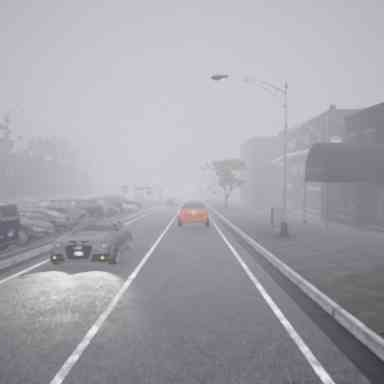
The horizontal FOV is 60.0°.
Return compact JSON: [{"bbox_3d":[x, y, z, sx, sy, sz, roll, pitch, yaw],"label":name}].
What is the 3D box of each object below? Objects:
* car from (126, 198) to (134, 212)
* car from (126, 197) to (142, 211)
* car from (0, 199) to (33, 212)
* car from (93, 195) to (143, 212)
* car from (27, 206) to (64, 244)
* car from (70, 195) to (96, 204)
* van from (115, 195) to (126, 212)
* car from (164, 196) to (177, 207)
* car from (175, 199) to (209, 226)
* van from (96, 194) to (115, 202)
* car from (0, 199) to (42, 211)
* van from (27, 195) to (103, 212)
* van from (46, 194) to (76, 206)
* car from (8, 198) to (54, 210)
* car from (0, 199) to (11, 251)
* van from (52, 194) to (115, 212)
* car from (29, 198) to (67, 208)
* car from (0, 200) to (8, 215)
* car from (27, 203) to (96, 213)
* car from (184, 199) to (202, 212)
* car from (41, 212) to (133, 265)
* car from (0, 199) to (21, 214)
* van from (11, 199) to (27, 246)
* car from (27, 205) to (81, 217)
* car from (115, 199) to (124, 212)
[{"bbox_3d":[-8.954,1.661,35.083,4.674,1.452,2.002,0,0,0],"label":"car"},{"bbox_3d":[-8.767,1.617,37.886,5.366,1.575,1.946,0,0,0],"label":"car"},{"bbox_3d":[-22.040,1.620,39.812,4.892,1.521,2.231,0,0,0],"label":"car"},{"bbox_3d":[-8.926,1.367,40.690,5.566,2.045,2.435,0,0,0],"label":"car"},{"bbox_3d":[-8.945,1.592,15.454,4.892,1.521,2.231,0,0,0],"label":"car"},{"bbox_3d":[-22.082,1.484,67.568,4.553,1.767,2.185,0,0,0],"label":"car"},{"bbox_3d":[-9.066,1.396,32.280,4.442,1.987,1.878,0,0,0],"label":"van"},{"bbox_3d":[-3.279,1.481,53.720,2.097,1.767,4.553,0,0,0],"label":"car"},{"bbox_3d":[0.119,1.459,24.167,2.097,1.767,4.553,0,0,0],"label":"car"},{"bbox_3d":[-21.943,1.388,84.219,4.442,1.987,1.878,0,0,0],"label":"van"},{"bbox_3d":[-22.064,1.647,42.587,4.792,1.488,2.163,0,0,0],"label":"car"},{"bbox_3d":[-9.061,1.394,23.868,4.442,1.987,1.878,0,0,0],"label":"van"},{"bbox_3d":[-22.160,1.386,56.465,4.442,1.987,1.878,0,0,0],"label":"van"},{"bbox_3d":[-21.851,1.614,45.363,5.366,1.575,1.946,0,0,0],"label":"car"},{"bbox_3d":[-8.908,1.305,9.847,5.566,2.045,2.435,0,0,0],"label":"car"},{"bbox_3d":[-8.829,1.397,26.670,4.442,1.987,1.878,0,0,0],"label":"van"},{"bbox_3d":[-22.011,1.644,50.915,4.792,1.488,2.163,0,0,0],"label":"car"},{"bbox_3d":[-22.035,1.621,34.261,5.008,1.535,2.097,0,0,0],"label":"car"},{"bbox_3d":[-8.972,1.645,21.065,4.792,1.488,2.163,0,0,0],"label":"car"},{"bbox_3d":[0.132,1.680,41.738,2.033,1.411,5.357,0,0,0],"label":"car"},{"bbox_3d":[-3.341,1.628,11.779,1.994,1.385,4.181,0,0,0],"label":"car"},{"bbox_3d":[-22.037,1.620,37.037,5.008,1.535,2.097,0,0,0],"label":"car"},{"bbox_3d":[-9.054,1.351,12.647,4.442,1.987,1.878,0,0,0],"label":"van"},{"bbox_3d":[-8.938,1.645,18.257,4.674,1.452,2.002,0,0,0],"label":"car"},{"bbox_3d":[-8.942,1.623,29.477,5.008,1.535,2.097,0,0,0],"label":"car"}]
